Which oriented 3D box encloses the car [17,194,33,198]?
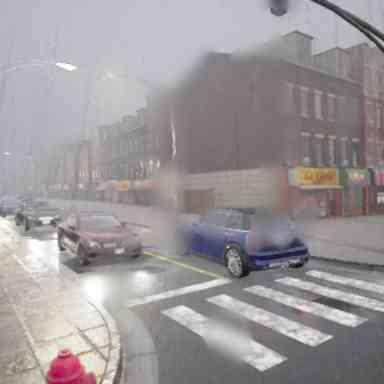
[{"bbox_3d":[-21.008,0.981,41.432,2.097,1.767,4.553,-2,1,-35],"label":"car"}]

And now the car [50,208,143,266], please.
[{"bbox_3d":[-3.379,1.431,11.562,1.812,1.442,4.674,-2,1,-34],"label":"car"}]

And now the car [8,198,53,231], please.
[{"bbox_3d":[-9.198,1.338,19.731,2.128,1.511,4.902,-2,1,-35],"label":"car"}]

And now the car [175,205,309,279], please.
[{"bbox_3d":[1.194,1.205,10.027,2.097,1.767,4.553,-2,1,-27],"label":"car"}]

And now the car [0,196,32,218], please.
[{"bbox_3d":[-15.079,1.311,28.015,1.812,1.442,4.674,-2,1,-35],"label":"car"}]
